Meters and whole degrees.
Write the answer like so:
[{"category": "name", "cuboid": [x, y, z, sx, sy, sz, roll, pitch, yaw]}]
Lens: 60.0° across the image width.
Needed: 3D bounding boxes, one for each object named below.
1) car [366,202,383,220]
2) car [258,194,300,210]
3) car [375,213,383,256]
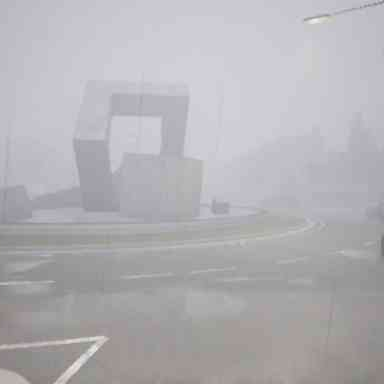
[{"category": "car", "cuboid": [15.121, 1.544, 25.816, 2.128, 1.511, 4.902, 0, 0, 10]}, {"category": "car", "cuboid": [11.076, 1.213, 42.629, 2.150, 2.045, 5.566, 1, 0, -40]}, {"category": "car", "cuboid": [8.380, 1.597, 12.431, 1.994, 1.385, 4.181, 0, 0, 37]}]
